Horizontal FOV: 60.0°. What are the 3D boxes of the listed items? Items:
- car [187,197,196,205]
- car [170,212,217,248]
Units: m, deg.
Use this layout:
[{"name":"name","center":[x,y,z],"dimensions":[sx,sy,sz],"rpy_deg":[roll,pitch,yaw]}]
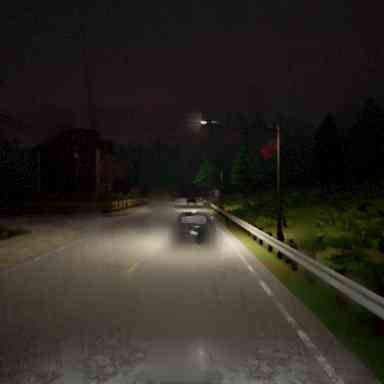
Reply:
[{"name":"car","center":[-0.072,1.673,65.019],"dimensions":[1.837,1.490,4.892],"rpy_deg":[0,0,0]},{"name":"car","center":[0.072,1.603,15.050],"dimensions":[1.994,1.385,4.181],"rpy_deg":[0,0,0]}]
